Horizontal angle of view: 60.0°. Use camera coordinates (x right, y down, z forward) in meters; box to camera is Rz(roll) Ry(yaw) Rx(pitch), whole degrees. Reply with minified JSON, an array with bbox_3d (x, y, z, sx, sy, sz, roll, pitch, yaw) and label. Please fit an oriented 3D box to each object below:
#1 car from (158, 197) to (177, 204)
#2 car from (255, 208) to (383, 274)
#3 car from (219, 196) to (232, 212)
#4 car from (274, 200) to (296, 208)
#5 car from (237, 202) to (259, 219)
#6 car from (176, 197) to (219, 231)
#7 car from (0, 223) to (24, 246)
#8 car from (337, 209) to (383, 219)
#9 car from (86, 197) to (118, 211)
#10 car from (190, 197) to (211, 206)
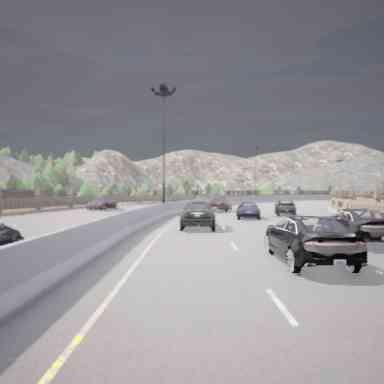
[{"bbox_3d":[-3.606,1.492,51.622,2.128,1.511,4.902,0,0,21],"label":"car"},{"bbox_3d":[3.609,1.492,10.512,2.128,1.511,4.902,0,0,0],"label":"car"},{"bbox_3d":[3.433,1.352,38.691,2.097,1.767,4.553,0,0,14],"label":"car"},{"bbox_3d":[9.164,1.492,32.741,2.128,1.511,4.902,0,0,12],"label":"car"},{"bbox_3d":[4.924,1.564,29.057,1.994,1.385,4.181,0,0,9],"label":"car"},{"bbox_3d":[0.469,1.352,20.996,2.097,1.767,4.553,0,0,4],"label":"car"},{"bbox_3d":[-7.038,1.564,10.251,1.994,1.385,4.181,0,0,1],"label":"car"},{"bbox_3d":[7.154,1.492,14.633,2.128,1.511,4.902,0,0,1],"label":"car"},{"bbox_3d":[-10.821,1.351,40.118,2.097,1.767,4.553,0,0,15],"label":"car"},{"bbox_3d":[1.378,1.526,54.622,1.812,1.442,4.674,0,0,23],"label":"car"}]
